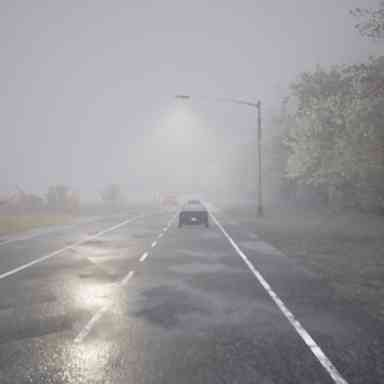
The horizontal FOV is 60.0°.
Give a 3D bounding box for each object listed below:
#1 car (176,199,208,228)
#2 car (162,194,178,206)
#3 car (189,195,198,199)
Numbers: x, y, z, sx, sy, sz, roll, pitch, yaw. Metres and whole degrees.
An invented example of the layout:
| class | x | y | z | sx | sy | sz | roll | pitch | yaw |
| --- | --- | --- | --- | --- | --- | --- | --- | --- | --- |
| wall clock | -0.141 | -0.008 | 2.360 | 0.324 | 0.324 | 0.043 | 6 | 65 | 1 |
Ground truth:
| class | x | y | z | sx | sy | sz | roll | pitch | yaw |
| --- | --- | --- | --- | --- | --- | --- | --- | --- | --- |
| car | 0.113 | 1.532 | 22.887 | 1.882 | 1.535 | 5.008 | 0 | 0 | 0 |
| car | -3.718 | 1.380 | 57.758 | 2.150 | 2.045 | 5.566 | 0 | 0 | 5 |
| car | 0.261 | 1.581 | 48.976 | 1.882 | 1.535 | 5.008 | 0 | 0 | 0 |
